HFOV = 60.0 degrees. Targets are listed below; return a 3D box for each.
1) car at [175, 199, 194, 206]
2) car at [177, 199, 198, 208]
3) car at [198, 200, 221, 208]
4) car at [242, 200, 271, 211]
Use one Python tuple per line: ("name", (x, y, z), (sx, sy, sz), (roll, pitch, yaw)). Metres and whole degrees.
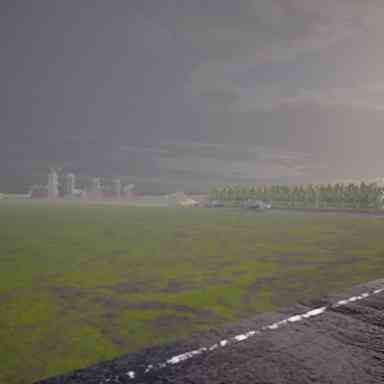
("car", (-1.512, 2.167, 69.422), (1.994, 1.385, 4.181), (1, -1, -34))
("car", (-0.485, 2.120, 63.059), (1.882, 1.535, 5.008), (1, -1, -34))
("car", (3.561, 2.195, 62.131), (1.994, 1.385, 4.181), (1, -1, -34))
("car", (9.375, 1.966, 48.511), (2.128, 1.511, 4.902), (1, -1, -34))
